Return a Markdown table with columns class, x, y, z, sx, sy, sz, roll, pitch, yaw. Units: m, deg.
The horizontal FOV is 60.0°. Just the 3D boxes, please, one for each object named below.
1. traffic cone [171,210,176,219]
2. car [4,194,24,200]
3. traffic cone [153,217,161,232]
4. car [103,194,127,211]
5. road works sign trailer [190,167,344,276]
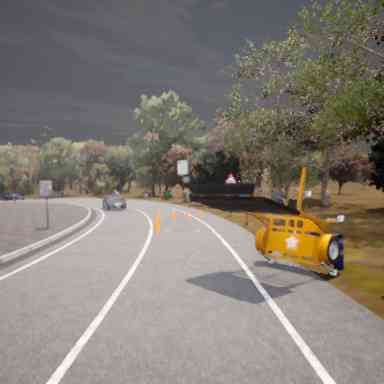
| class | x | y | z | sx | sy | sz | roll | pitch | yaw |
| --- | --- | --- | --- | --- | --- | --- | --- | --- | --- |
| traffic cone | -1.319 | 1.574 | 23.474 | 0.340 | 0.580 | 0.340 | -1 | 2 | -3 |
| car | -34.496 | 1.029 | 64.448 | 5.008 | 1.535 | 1.882 | -2 | 4 | 33 |
| traffic cone | -1.866 | 1.762 | 17.432 | 0.340 | 0.580 | 0.340 | -1 | 2 | -4 |
| car | -7.562 | 0.980 | 32.399 | 2.128 | 1.511 | 4.902 | -2 | 2 | -21 |
| road works sign trailer | 2.020 | 0.346 | 8.636 | 3.560 | 2.880 | 2.380 | 19 | -12 | -38 |
